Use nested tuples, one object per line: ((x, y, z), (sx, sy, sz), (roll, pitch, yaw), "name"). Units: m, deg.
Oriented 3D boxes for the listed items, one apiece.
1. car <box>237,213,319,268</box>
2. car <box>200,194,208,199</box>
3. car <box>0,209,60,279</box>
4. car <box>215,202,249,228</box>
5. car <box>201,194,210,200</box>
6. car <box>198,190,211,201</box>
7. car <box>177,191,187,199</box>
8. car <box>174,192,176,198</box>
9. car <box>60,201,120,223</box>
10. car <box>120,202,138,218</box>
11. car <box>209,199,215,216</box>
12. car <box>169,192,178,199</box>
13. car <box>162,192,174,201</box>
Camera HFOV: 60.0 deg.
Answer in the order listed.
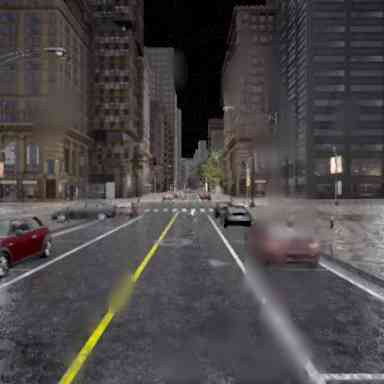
((2.771, 1.568, 10.888), (1.802, 1.307, 4.206), (0, 0, 0), "car")
((3.182, 1.154, 88.996), (1.947, 1.339, 4.313), (1, 0, 0), "car")
((-5.754, 1.428, 9.737), (1.967, 1.590, 4.097), (0, 0, 0), "car")
((2.778, 1.525, 21.690), (1.947, 1.339, 4.313), (0, 0, 0), "car")
((3.104, 1.212, 77.915), (1.887, 1.381, 4.507), (0, 0, 0), "car")
((3.067, 1.019, 72.373), (2.192, 1.841, 5.009), (0, 0, 0), "car")
((-2.576, 1.101, 90.615), (2.128, 1.511, 4.902), (0, 0, 0), "car")
((-5.421, 1.218, 77.972), (2.008, 1.369, 4.403), (0, 0, 0), "car")
((-7.484, 1.343, 23.142), (4.403, 1.369, 2.008), (-1, 1, -9), "car")
((-5.743, 1.516, 29.066), (1.802, 1.307, 4.206), (0, 0, 0), "car")
((2.783, 1.500, 29.056), (1.947, 1.339, 4.313), (0, 0, 0), "car")
((-5.302, 0.858, 94.591), (2.192, 1.841, 5.009), (1, 0, 0), "car")
((-5.459, 1.249, 72.432), (1.887, 1.381, 4.507), (0, 0, 0), "car")
